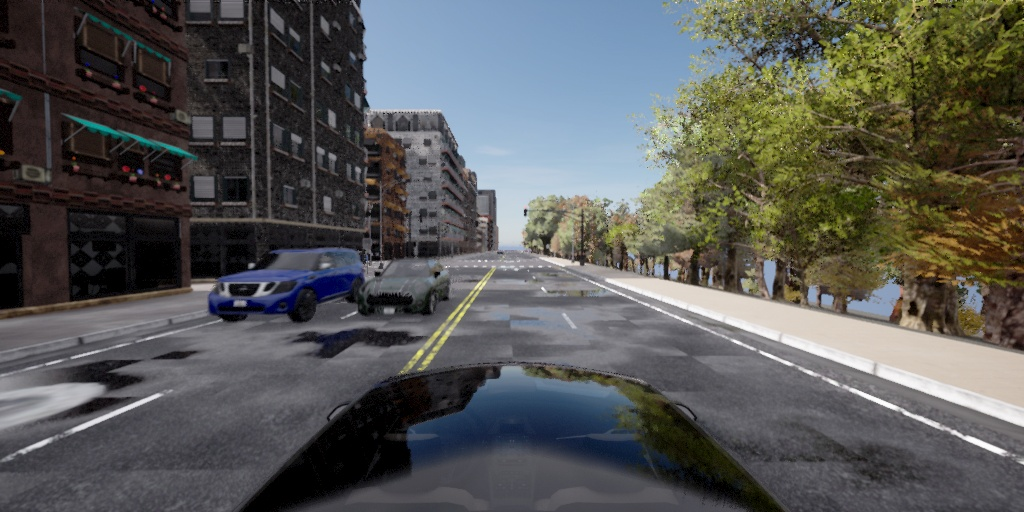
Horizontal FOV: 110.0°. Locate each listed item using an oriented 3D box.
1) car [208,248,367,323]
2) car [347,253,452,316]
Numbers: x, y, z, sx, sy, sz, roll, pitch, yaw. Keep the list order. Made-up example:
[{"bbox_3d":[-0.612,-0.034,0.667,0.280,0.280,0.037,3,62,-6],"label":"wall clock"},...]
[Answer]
[{"bbox_3d":[-6.645,0.754,11.503,2.150,2.045,5.566,0,1,0],"label":"car"},{"bbox_3d":[-3.398,0.867,12.103,2.097,1.767,4.553,0,1,0],"label":"car"}]
